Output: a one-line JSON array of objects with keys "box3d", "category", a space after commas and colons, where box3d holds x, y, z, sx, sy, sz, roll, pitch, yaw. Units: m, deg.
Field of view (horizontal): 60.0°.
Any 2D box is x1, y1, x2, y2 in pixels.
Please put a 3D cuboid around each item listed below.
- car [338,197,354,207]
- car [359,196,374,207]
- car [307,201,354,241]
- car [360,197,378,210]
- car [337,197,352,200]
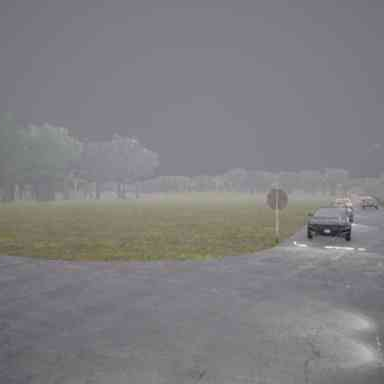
[{"box3d": [23.116, 1.441, 49.706, 2.033, 1.411, 5.357, 0, 0, 26], "category": "car"}, {"box3d": [28.023, 1.459, 53.509, 1.882, 1.535, 5.008, 0, 0, 26], "category": "car"}, {"box3d": [7.096, 1.467, 16.983, 1.882, 1.535, 5.008, 0, 0, 26], "category": "car"}, {"box3d": [23.454, 1.529, 43.869, 2.033, 1.411, 5.357, 0, 0, 26], "category": "car"}, {"box3d": [16.409, 1.462, 36.082, 1.882, 1.535, 5.008, 0, 0, 26], "category": "car"}]
